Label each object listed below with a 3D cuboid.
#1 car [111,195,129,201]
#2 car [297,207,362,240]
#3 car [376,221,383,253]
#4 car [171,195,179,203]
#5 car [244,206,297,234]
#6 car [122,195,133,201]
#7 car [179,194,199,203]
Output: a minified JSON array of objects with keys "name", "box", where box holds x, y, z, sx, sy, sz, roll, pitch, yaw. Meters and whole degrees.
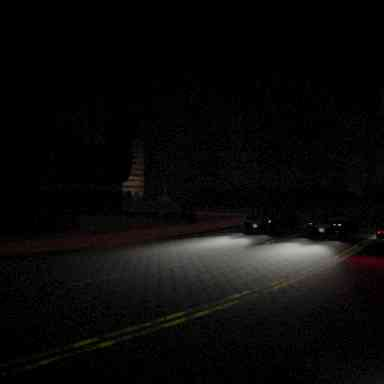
[{"name":"car","box":[-20.075,1.653,93.032,1.932,1.855,4.605,0,0,39]},{"name":"car","box":[7.698,1.565,17.785,2.128,1.511,4.902,0,0,39]},{"name":"car","box":[8.521,1.574,13.014,1.812,1.442,4.674,0,0,39]},{"name":"car","box":[-2.693,1.550,78.717,1.905,1.878,3.866,0,0,39]},{"name":"car","box":[4.936,1.582,19.933,2.128,1.511,4.902,0,0,39]},{"name":"car","box":[-17.874,1.642,91.152,1.905,1.878,3.866,0,0,39]},{"name":"car","box":[-0.464,1.776,76.868,1.970,1.475,3.806,0,0,39]}]
